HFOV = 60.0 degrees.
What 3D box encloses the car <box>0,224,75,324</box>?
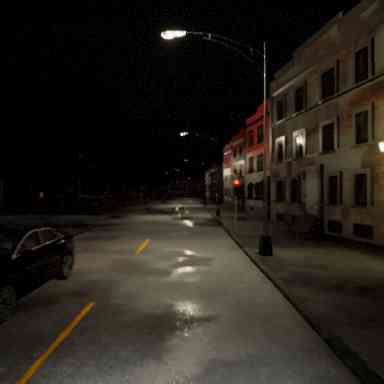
[{"bbox_3d":[-4.102,1.506,7.191,2.128,1.511,4.902,0,0,0],"label":"car"}]
